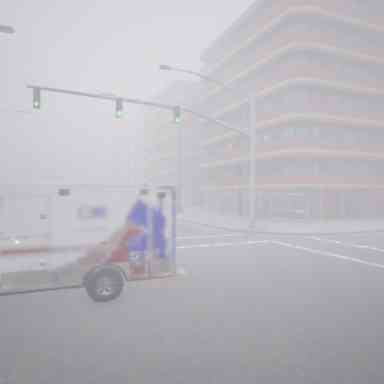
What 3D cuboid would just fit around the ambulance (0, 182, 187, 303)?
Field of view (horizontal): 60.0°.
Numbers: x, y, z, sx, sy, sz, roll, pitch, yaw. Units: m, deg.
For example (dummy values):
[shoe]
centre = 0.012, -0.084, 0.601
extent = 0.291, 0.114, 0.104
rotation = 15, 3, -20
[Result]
[ambulance]
centre = -3.440, 1.030, 7.165
extent = 6.366, 2.431, 2.351
rotation = 0, 0, -24
